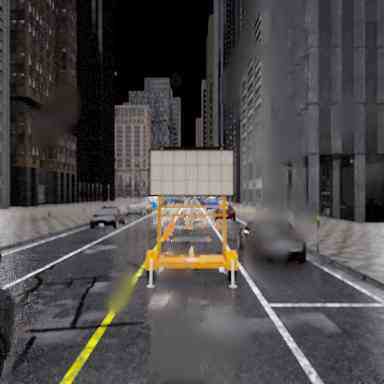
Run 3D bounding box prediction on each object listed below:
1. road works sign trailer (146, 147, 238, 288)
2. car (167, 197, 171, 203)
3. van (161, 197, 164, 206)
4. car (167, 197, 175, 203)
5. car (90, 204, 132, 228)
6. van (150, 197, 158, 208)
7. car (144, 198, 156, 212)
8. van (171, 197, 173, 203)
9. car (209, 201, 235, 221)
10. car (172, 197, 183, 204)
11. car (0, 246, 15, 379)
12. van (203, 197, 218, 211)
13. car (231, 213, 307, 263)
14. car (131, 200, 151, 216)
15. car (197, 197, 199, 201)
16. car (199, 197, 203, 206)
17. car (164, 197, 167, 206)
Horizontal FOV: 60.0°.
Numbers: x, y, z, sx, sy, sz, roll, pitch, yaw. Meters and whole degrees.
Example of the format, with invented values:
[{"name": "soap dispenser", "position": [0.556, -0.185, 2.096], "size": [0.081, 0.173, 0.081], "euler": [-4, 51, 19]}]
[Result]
[{"name": "road works sign trailer", "position": [-0.005, 0.528, 9.446], "size": [2.380, 3.560, 2.880], "euler": [0, 0, 0]}, {"name": "car", "position": [-5.797, 1.733, 62.813], "size": [2.192, 1.841, 5.009], "euler": [0, 0, 0]}, {"name": "van", "position": [-5.792, 1.684, 51.531], "size": [1.690, 1.788, 3.998], "euler": [0, 0, 0]}, {"name": "car", "position": [-5.810, 2.147, 91.016], "size": [1.887, 1.381, 4.507], "euler": [0, 0, 0]}, {"name": "car", "position": [-5.777, 1.722, 23.327], "size": [1.947, 1.339, 4.313], "euler": [0, 0, 0]}, {"name": "van", "position": [-5.789, 1.647, 45.891], "size": [1.690, 1.788, 3.998], "euler": [0, 0, 0]}, {"name": "car", "position": [-5.785, 1.793, 40.079], "size": [1.752, 1.417, 4.829], "euler": [0, 0, 0]}, {"name": "van", "position": [-5.809, 1.907, 85.376], "size": [1.690, 1.788, 3.998], "euler": [0, 0, 0]}, {"name": "car", "position": [2.745, 1.738, 28.977], "size": [1.887, 1.381, 4.507], "euler": [0, 0, 0]}, {"name": "car", "position": [-3.039, 2.088, 78.971], "size": [1.994, 1.385, 4.181], "euler": [0, 0, 0]}, {"name": "car", "position": [-3.100, 1.520, 2.176], "size": [1.837, 1.490, 4.892], "euler": [0, 0, 0]}, {"name": "van", "position": [2.736, 1.647, 45.900], "size": [1.690, 1.788, 3.998], "euler": [0, 0, 0]}, {"name": "car", "position": [2.754, 1.647, 12.055], "size": [1.947, 1.339, 4.313], "euler": [0, 0, 0]}, {"name": "car", "position": [-5.782, 1.782, 34.608], "size": [2.008, 1.369, 4.403], "euler": [0, 0, 0]}, {"name": "car", "position": [2.723, 2.057, 74.101], "size": [1.947, 1.339, 4.313], "euler": [0, 0, 0]}, {"name": "car", "position": [2.729, 1.999, 62.820], "size": [1.802, 1.307, 4.206], "euler": [0, 0, 0]}, {"name": "car", "position": [-5.794, 1.821, 57.171], "size": [1.967, 1.590, 4.097], "euler": [0, 0, 0]}]
